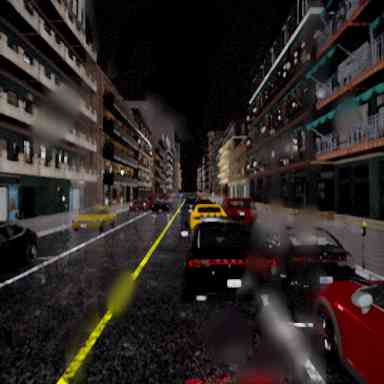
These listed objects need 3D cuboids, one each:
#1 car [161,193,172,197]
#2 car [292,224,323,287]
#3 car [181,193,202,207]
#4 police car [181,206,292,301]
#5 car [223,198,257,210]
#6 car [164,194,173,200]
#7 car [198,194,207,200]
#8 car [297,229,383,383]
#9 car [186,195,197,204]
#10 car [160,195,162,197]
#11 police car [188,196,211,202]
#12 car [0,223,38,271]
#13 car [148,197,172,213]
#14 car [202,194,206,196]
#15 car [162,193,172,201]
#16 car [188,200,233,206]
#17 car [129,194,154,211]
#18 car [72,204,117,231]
[{"bbox_3d":[-5.805,1.036,70.813,2.192,1.841,5.009,0,0,0],"label":"car"},{"bbox_3d":[2.678,1.518,8.823,2.008,1.369,4.403,0,0,0],"label":"car"},{"bbox_3d":[-0.060,1.316,45.404,2.128,1.511,4.902,0,0,0],"label":"car"},{"bbox_3d":[0.749,1.392,8.433,1.930,1.638,5.238,0,0,0],"label":"police car"},{"bbox_3d":[2.660,1.239,20.096,2.192,1.841,5.009,0,0,0],"label":"car"},{"bbox_3d":[-5.824,1.219,82.087,1.887,1.381,4.507,0,0,0],"label":"car"},{"bbox_3d":[2.556,1.219,82.096,1.887,1.381,4.507,0,0,0],"label":"car"},{"bbox_3d":[2.687,1.428,3.188,1.967,1.590,4.097,0,0,0],"label":"car"},{"bbox_3d":[-0.098,1.334,58.867,1.994,1.385,4.181,0,0,0],"label":"car"},{"bbox_3d":[-5.769,1.395,48.269,1.802,1.307,4.206,0,0,0],"label":"car"},{"bbox_3d":[0.860,1.332,24.427,1.930,1.638,5.238,0,0,0],"label":"police car"},{"bbox_3d":[-5.704,1.533,8.813,1.947,1.339,4.313,0,0,0],"label":"car"},{"bbox_3d":[-3.158,1.465,35.245,1.895,1.301,4.718,0,0,0],"label":"car"},{"bbox_3d":[2.574,1.245,70.994,1.752,1.417,4.829,0,0,0],"label":"car"},{"bbox_3d":[-5.815,1.137,76.449,1.967,1.590,4.097,0,0,0],"label":"car"},{"bbox_3d":[0.870,1.409,18.317,1.882,1.535,5.008,0,0,0],"label":"car"},{"bbox_3d":[-5.750,1.298,36.996,1.967,1.590,4.097,0,0,0],"label":"car"},{"bbox_3d":[-5.722,1.450,19.916,1.752,1.417,4.829,0,0,0],"label":"car"}]
